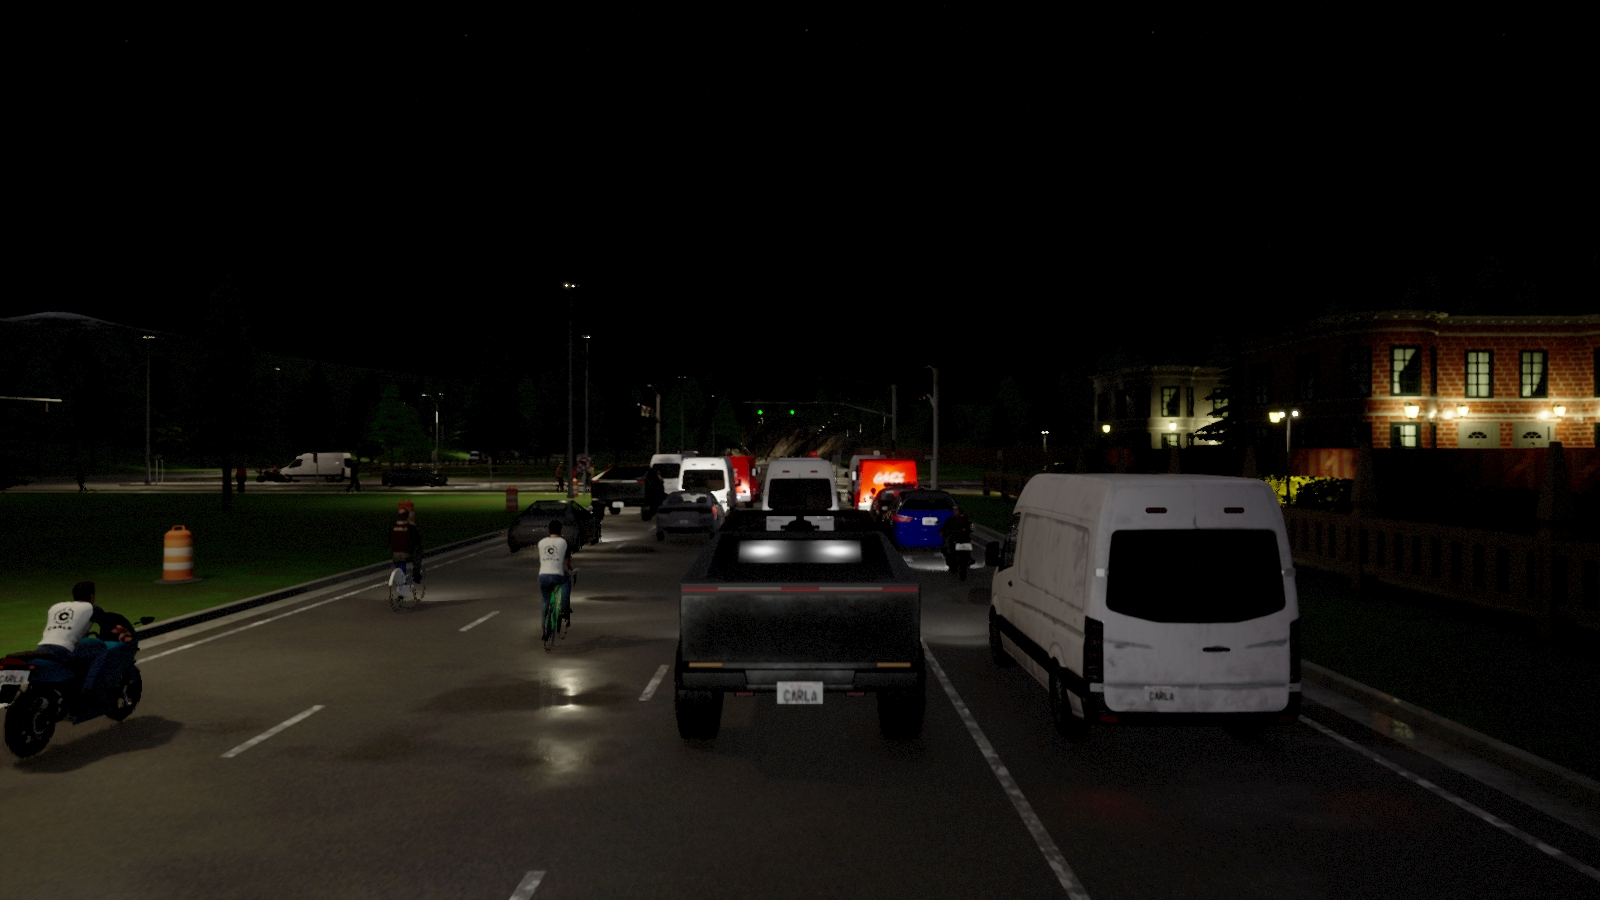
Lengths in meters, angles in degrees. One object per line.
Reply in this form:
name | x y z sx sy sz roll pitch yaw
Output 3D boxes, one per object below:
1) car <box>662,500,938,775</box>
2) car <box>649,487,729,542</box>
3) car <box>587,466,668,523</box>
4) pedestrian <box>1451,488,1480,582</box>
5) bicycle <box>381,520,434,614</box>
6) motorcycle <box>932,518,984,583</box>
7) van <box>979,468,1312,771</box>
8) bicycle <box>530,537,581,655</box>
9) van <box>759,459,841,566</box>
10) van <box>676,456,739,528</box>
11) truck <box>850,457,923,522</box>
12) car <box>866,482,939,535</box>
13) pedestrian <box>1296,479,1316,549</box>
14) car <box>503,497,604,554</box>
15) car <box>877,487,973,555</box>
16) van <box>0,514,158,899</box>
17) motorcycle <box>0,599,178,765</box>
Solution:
car | 0.001 1.753 12.999 2.390 2.098 6.274 0 0 0
car | -3.495 2.033 36.959 2.097 1.535 5.006 0 0 0
car | -7.000 1.753 47.056 2.390 2.098 6.274 0 0 0
pedestrian | 13.373 1.695 22.971 0.375 1.860 0.375 0 0 0
bicycle | -7.005 2.059 20.463 0.329 1.471 1.835 0 0 0
motorcycle | 3.501 2.204 25.472 0.867 1.251 2.209 0 0 0
van | 3.497 1.534 12.978 1.988 2.561 5.915 0 0 0
bicycle | -3.499 2.055 16.431 0.373 1.496 1.643 0 0 0
van | -0.003 1.533 30.766 1.988 2.561 5.915 0 0 0
van | -3.504 1.534 44.248 1.988 2.561 5.915 0 0 0
truck | 3.499 1.575 47.299 2.627 2.467 5.204 0 1 0
car | 3.501 1.981 40.057 2.097 1.638 5.238 0 0 0
pedestrian | 13.453 1.695 30.387 0.375 1.860 0.375 0 0 1
car | -7.001 2.118 32.855 1.994 1.385 4.181 0 0 0
car | 3.501 1.966 32.817 2.242 1.667 4.611 0 0 0
van | -3.504 1.535 1.507 1.988 2.561 5.915 0 0 0
motorcycle | -6.999 2.186 11.112 0.803 1.199 2.033 0 0 0
